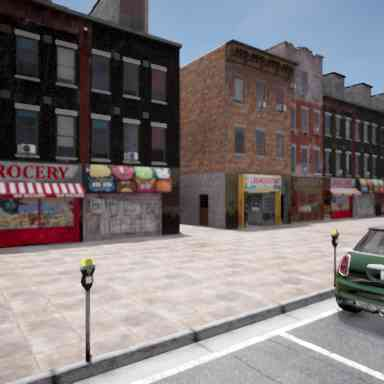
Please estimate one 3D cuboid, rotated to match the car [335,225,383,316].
[{"bbox_3d":[4.827,1.349,6.436,4.553,1.767,2.097,0,0,-36],"label":"car"}]
